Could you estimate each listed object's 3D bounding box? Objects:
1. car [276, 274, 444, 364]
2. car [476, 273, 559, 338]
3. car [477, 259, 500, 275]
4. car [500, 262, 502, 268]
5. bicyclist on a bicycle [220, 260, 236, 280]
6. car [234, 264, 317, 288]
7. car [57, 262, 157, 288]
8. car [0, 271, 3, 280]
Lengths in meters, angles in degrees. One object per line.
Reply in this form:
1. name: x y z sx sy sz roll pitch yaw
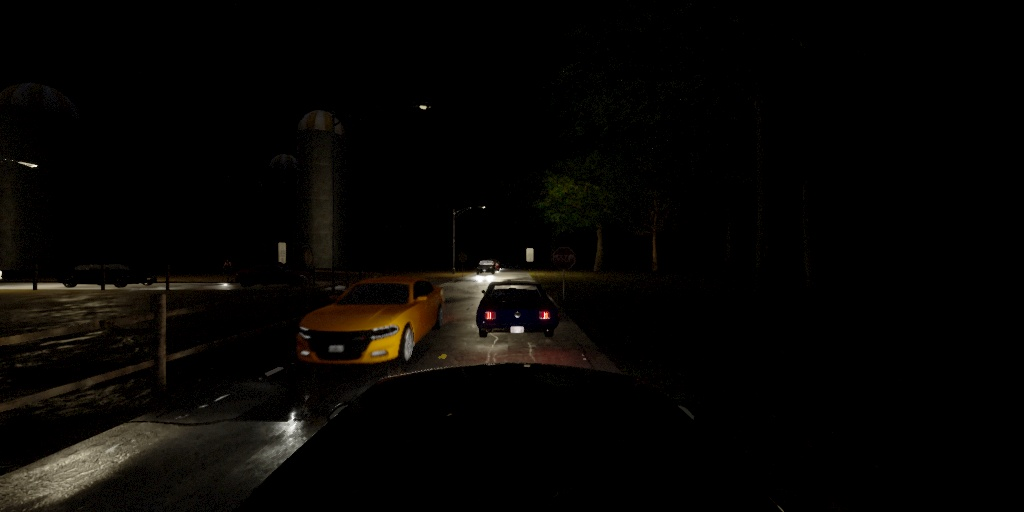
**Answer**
1. car: -2.851 1.227 8.310 1.882 1.535 5.008 0 0 0
2. car: 0.060 1.350 10.201 1.895 1.301 4.718 0 0 -2
3. car: -2.837 1.270 39.896 2.128 1.511 4.902 0 0 0
4. car: -2.832 1.173 50.032 2.097 1.767 4.553 0 0 0
5. bicyclist on a bicycle: -22.734 1.135 28.724 0.582 1.620 1.656 0 0 0
6. car: -14.976 1.241 22.878 4.674 1.442 1.812 0 0 -3
7. car: -25.541 1.168 22.726 5.008 1.535 1.882 0 0 0
8. car: -36.095 0.889 22.654 5.566 2.045 2.150 0 0 0
